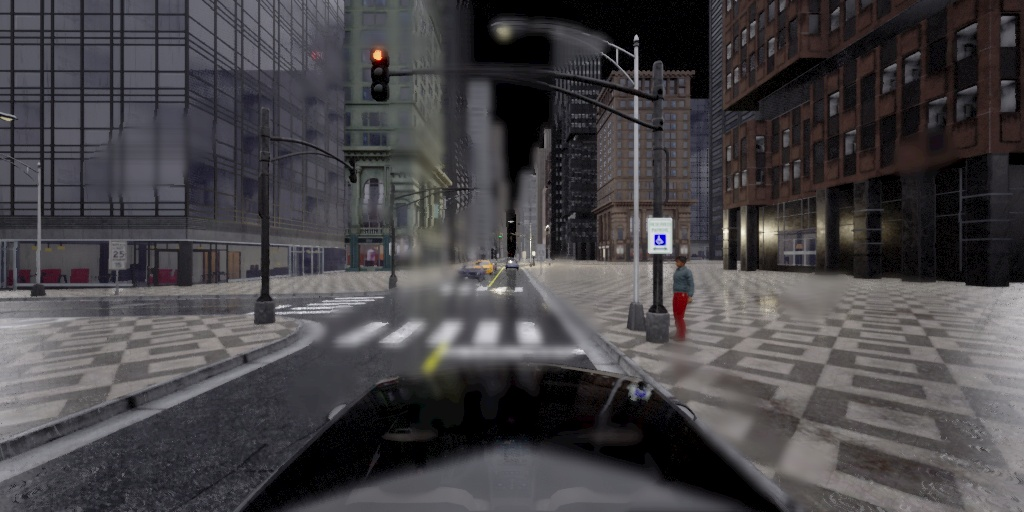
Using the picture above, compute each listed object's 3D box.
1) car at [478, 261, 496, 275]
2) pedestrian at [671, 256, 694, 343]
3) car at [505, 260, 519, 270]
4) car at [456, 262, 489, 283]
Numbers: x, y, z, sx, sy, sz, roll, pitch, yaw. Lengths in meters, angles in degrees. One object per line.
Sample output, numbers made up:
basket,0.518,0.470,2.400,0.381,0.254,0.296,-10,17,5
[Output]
car,-3.085,1.230,38.873,1.882,1.535,5.008,0,0,0
pedestrian,3.593,0.891,7.669,0.375,1.860,0.375,0,0,0
car,0.015,1.325,53.451,1.994,1.385,4.181,0,0,0
car,-3.110,1.351,27.972,1.895,1.301,4.718,0,0,1
